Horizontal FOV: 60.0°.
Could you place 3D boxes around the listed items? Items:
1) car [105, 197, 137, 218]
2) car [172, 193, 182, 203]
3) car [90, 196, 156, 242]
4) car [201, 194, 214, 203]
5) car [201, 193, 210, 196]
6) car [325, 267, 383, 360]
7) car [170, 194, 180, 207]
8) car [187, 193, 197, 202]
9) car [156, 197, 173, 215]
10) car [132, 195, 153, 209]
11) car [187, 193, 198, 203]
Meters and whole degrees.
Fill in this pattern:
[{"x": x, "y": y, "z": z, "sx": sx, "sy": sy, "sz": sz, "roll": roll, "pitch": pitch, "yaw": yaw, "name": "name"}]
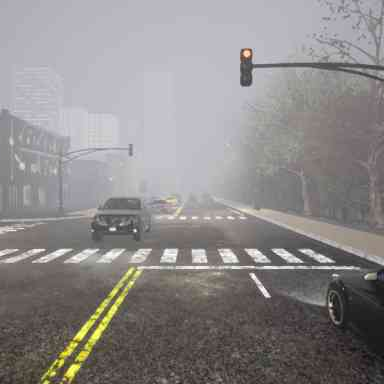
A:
[{"x": -6.577, "y": 1.343, "z": 31.272, "sx": 2.097, "sy": 1.767, "sz": 4.553, "roll": 0, "pitch": 0, "yaw": 0, "name": "car"}, {"x": -3.213, "y": 1.200, "z": 67.746, "sx": 2.150, "sy": 2.045, "sz": 5.566, "roll": 0, "pitch": 0, "yaw": 0, "name": "car"}, {"x": -3.338, "y": 1.218, "z": 16.773, "sx": 2.150, "sy": 2.045, "sz": 5.566, "roll": 0, "pitch": 0, "yaw": 0, "name": "car"}, {"x": 3.399, "y": 1.576, "z": 66.895, "sx": 1.895, "sy": 1.301, "sz": 4.718, "roll": 0, "pitch": 0, "yaw": 0, "name": "car"}, {"x": 3.306, "y": 1.195, "z": 76.875, "sx": 2.150, "sy": 2.045, "sz": 5.566, "roll": 0, "pitch": 0, "yaw": 0, "name": "car"}, {"x": 3.352, "y": 1.563, "z": 4.257, "sx": 1.994, "sy": 1.385, "sz": 4.181, "roll": 0, "pitch": 0, "yaw": 0, "name": "car"}, {"x": -3.304, "y": 1.460, "z": 51.366, "sx": 1.882, "sy": 1.535, "sz": 5.008, "roll": 0, "pitch": 0, "yaw": 0, "name": "car"}, {"x": 0.057, "y": 1.194, "z": 78.127, "sx": 2.150, "sy": 2.045, "sz": 5.566, "roll": 0, "pitch": 0, "yaw": 0, "name": "car"}, {"x": -3.323, "y": 1.516, "z": 34.414, "sx": 1.812, "sy": 1.442, "sz": 4.674, "roll": 0, "pitch": 0, "yaw": 0, "name": "car"}, {"x": -6.565, "y": 1.337, "z": 44.586, "sx": 2.097, "sy": 1.767, "sz": 4.553, "roll": 0, "pitch": 0, "yaw": 0, "name": "car"}, {"x": 0.150, "y": 1.453, "z": 67.934, "sx": 1.882, "sy": 1.535, "sz": 5.008, "roll": 0, "pitch": 0, "yaw": 0, "name": "car"}]
